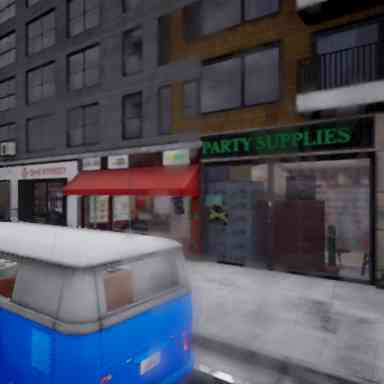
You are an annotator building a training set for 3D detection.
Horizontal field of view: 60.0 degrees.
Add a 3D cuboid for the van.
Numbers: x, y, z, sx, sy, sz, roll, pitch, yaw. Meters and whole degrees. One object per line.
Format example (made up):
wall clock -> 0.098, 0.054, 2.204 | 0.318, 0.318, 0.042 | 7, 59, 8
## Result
van -> -1.890, 1.343, 4.158 | 3.998, 1.788, 1.690 | 0, 0, 36
